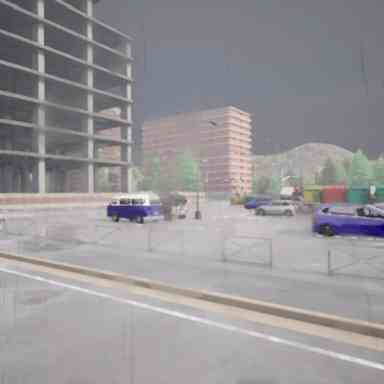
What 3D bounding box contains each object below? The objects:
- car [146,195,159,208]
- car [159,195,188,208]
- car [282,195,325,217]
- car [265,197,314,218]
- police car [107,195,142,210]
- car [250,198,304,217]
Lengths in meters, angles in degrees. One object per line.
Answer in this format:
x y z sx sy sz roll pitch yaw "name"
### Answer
-6.195 1.885 66.175 1.837 1.490 4.892 -1 0 36 "car"
-3.284 1.551 64.235 2.150 2.045 5.566 -1 -1 35 "car"
10.830 1.263 34.357 4.605 1.855 1.932 -1 0 36 "car"
9.306 1.473 32.148 3.905 1.438 1.784 -1 0 36 "car"
-11.832 1.802 58.211 1.930 1.638 5.238 -1 0 35 "police car"
7.617 1.505 29.797 3.806 1.475 1.970 -1 0 36 "car"
